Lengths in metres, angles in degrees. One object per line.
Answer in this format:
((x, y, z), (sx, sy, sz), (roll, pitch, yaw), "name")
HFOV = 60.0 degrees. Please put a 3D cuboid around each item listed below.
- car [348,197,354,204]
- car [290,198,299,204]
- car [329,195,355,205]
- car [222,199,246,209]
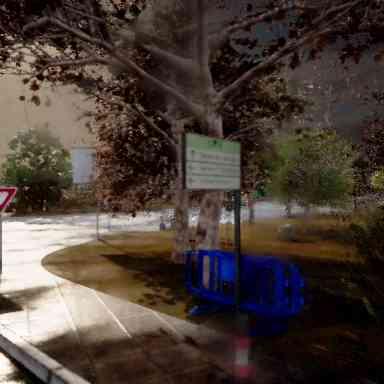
((29.107, 1.458, 56.826), (4.718, 1.301, 1.895), (-2, 1, -35), "car")
((19.265, 1.555, 64.601), (4.181, 1.385, 1.994), (-2, 1, -35), "car")
((26.862, 1.350, 59.525), (5.008, 1.535, 1.882), (-2, 1, -35), "car")
((6.862, 1.987, 55.761), (4.902, 1.511, 2.128), (-2, 1, -36), "car")
